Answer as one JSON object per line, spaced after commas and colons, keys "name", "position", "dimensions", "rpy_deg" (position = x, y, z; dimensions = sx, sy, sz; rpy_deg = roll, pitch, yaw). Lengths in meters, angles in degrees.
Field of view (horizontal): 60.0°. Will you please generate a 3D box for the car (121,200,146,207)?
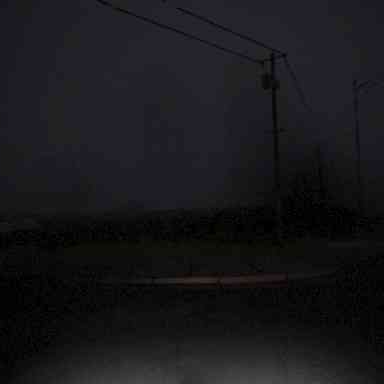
{"name": "car", "position": [-7.732, 1.863, 44.273], "dimensions": [2.242, 1.667, 4.611], "rpy_deg": [-3, 0, 14]}
